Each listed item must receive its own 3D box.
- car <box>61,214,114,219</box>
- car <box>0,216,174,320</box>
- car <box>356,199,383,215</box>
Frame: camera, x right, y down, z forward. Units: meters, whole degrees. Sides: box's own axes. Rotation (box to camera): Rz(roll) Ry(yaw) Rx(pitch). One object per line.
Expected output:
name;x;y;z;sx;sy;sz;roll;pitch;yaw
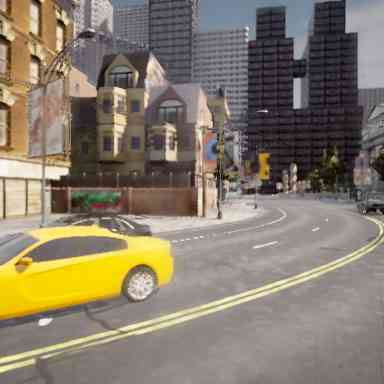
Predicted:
car;-3.489;1.476;10.372;4.892;1.490;1.837;1;0;-39
car;-2.728;1.455;6.589;5.008;1.535;1.882;0;0;-37
car;18.521;1.505;34.484;1.837;1.490;4.892;0;0;13
